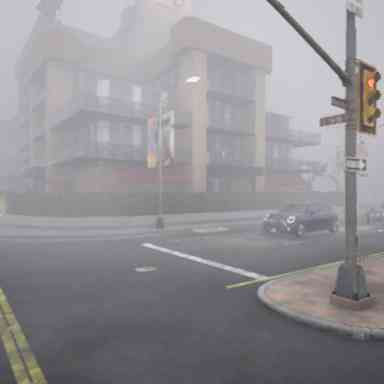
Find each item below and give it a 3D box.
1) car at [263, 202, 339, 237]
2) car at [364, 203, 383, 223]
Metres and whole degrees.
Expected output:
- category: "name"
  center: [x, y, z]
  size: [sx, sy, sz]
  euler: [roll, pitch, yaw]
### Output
- category: "car"
  center: [5.943, 1.357, 18.043]
  size: [4.553, 1.767, 2.097]
  euler: [0, 0, -35]
- category: "car"
  center: [14.348, 1.500, 23.985]
  size: [4.902, 1.511, 2.128]
  euler: [0, 0, -35]
